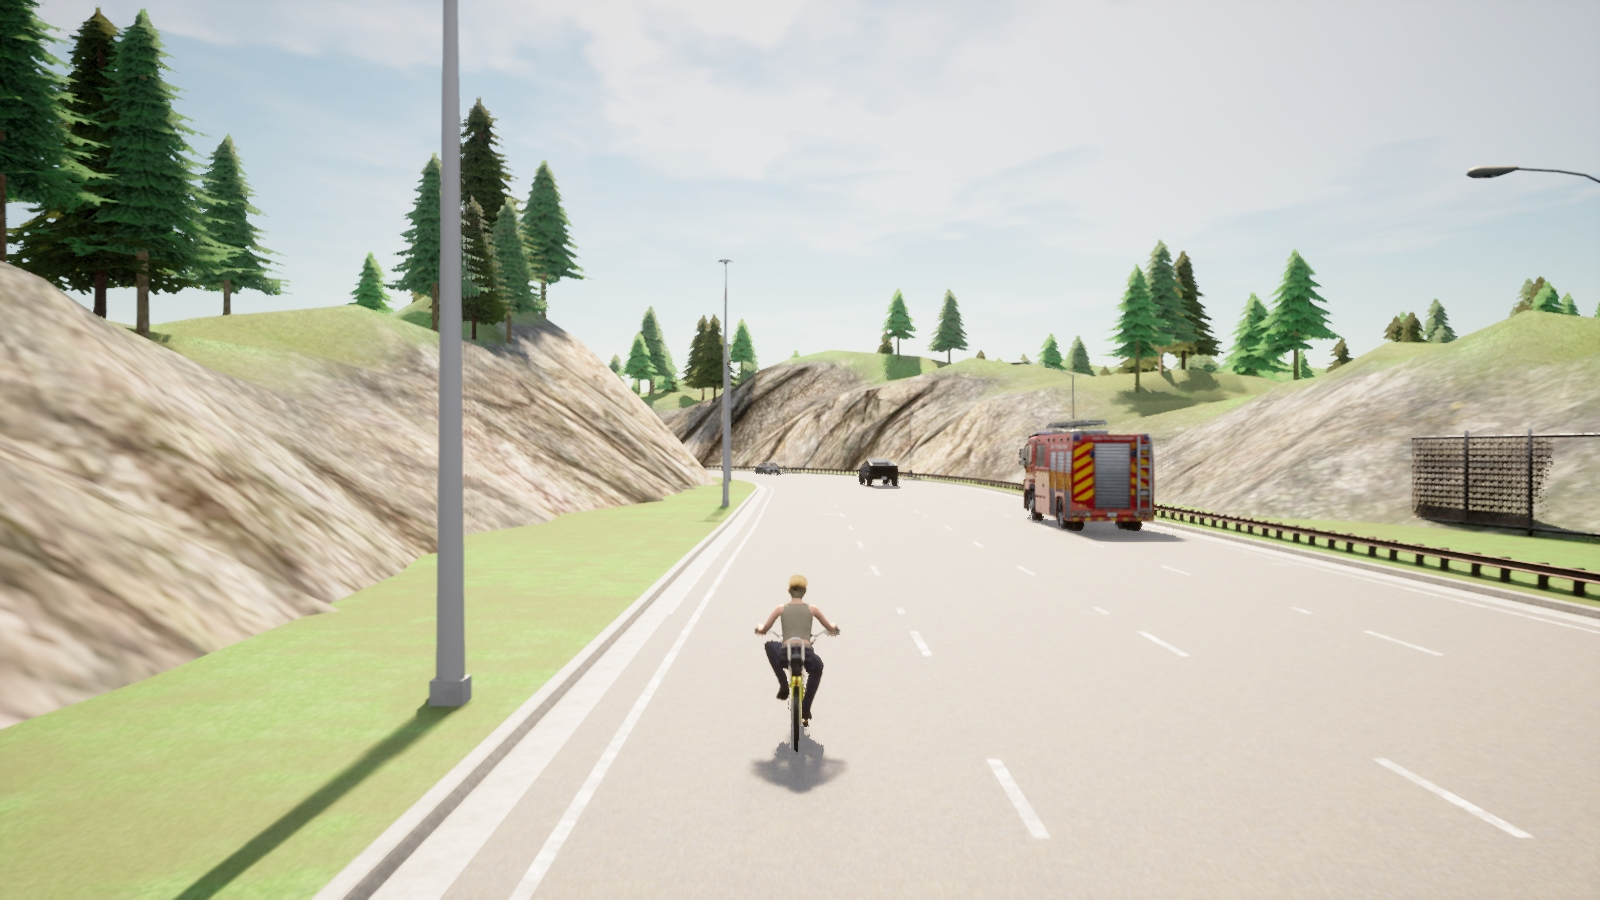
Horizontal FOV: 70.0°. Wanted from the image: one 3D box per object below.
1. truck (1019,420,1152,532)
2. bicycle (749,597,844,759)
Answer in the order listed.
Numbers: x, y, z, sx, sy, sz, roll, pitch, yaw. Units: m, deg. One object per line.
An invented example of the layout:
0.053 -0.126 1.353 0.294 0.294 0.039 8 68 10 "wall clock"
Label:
10.548 0.886 43.169 2.891 3.827 8.468 0 0 0 "truck"
-0.027 2.156 11.078 0.859 1.276 1.487 0 0 0 "bicycle"
